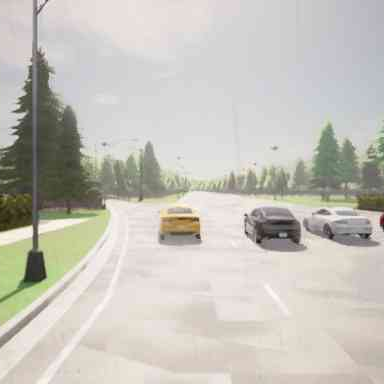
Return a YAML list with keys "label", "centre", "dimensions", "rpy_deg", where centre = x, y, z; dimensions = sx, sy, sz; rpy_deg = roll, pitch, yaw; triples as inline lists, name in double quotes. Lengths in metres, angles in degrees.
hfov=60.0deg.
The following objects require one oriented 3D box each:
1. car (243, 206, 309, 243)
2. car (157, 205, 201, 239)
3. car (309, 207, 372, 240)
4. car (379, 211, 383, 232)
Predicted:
- label: "car"
  centre: [3.592, 1.428, 15.508]
  dimensions: [1.837, 1.490, 4.892]
  rpy_deg: [0, 0, 0]
- label: "car"
  centre: [-0.743, 1.393, 16.995]
  dimensions: [1.882, 1.535, 5.008]
  rpy_deg: [0, 0, -7]
- label: "car"
  centre: [7.083, 1.444, 16.502]
  dimensions: [1.812, 1.442, 4.674]
  rpy_deg: [0, 0, 0]
- label: "car"
  centre: [10.594, 1.150, 14.514]
  dimensions: [2.150, 2.045, 5.566]
  rpy_deg: [0, 0, 0]
